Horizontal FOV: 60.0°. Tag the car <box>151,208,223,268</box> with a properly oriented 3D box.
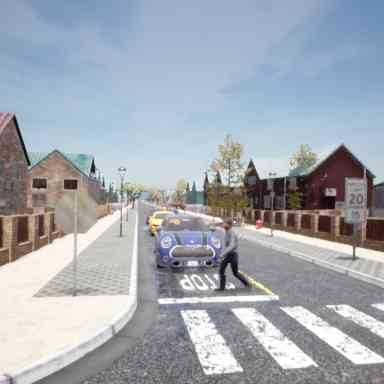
[{"bbox_3d":[-0.288,1.656,12.385,2.097,1.767,4.553,1,-2,-8],"label":"car"}]

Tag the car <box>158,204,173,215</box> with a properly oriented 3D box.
[{"bbox_3d":[-4.608,2.928,57.483,2.097,1.767,4.553,1,-2,-9],"label":"car"}]

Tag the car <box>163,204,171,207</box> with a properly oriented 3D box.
[{"bbox_3d":[-2.963,2.846,47.334,2.033,1.411,5.357,1,-2,-9],"label":"car"}]

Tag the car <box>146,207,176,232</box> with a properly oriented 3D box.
[{"bbox_3d":[-1.884,2.051,22.378,1.882,1.535,5.008,1,-2,-9],"label":"car"}]

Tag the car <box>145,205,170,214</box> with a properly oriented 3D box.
[{"bbox_3d":[-3.524,2.353,32.514,1.837,1.490,4.892,1,-2,-9],"label":"car"}]

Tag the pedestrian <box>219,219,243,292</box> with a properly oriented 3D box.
[{"bbox_3d":[0.943,1.491,8.062,0.375,1.860,0.375,0,0,-9],"label":"pedestrian"}]
